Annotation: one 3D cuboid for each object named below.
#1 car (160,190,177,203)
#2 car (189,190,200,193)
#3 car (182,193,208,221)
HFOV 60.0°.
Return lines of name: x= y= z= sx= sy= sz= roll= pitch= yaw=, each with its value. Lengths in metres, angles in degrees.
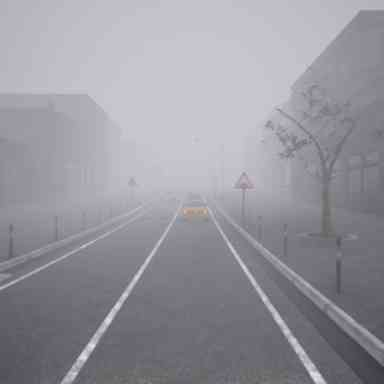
car: x=-2.848 y=0.556 z=41.712 sx=2.128 sy=1.511 sz=4.902 roll=0 pitch=3 yaw=0
car: x=0.344 y=0.527 z=42.450 sx=1.837 sy=1.490 sz=4.892 roll=0 pitch=3 yaw=0
car: x=0.229 y=1.210 z=24.678 sx=1.801 sy=1.575 sz=5.366 roll=-1 pitch=3 yaw=0
